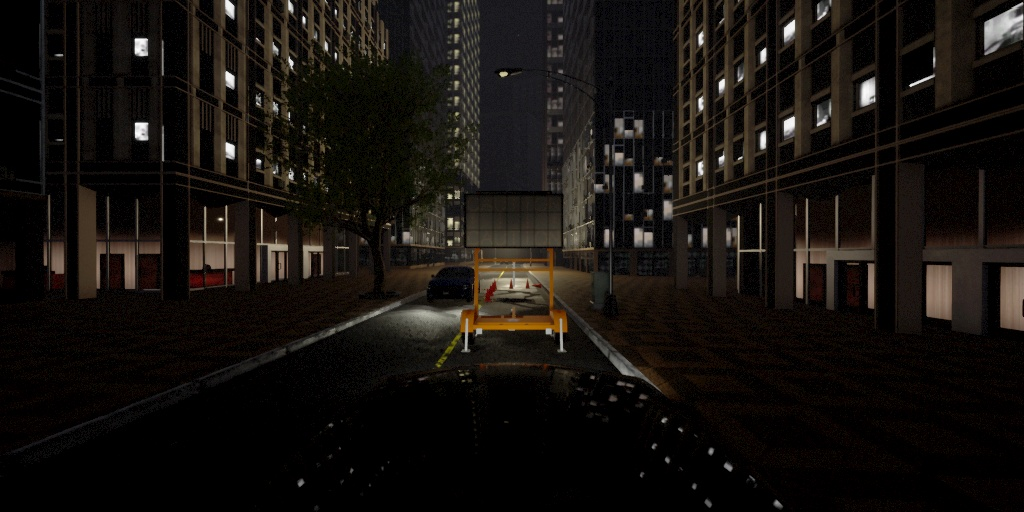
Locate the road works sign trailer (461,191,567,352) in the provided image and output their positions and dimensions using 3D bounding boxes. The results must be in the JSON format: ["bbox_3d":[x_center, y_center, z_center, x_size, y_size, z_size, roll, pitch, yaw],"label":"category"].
[{"bbox_3d":[0.047,0.214,8.878,2.380,3.560,2.880,0,0,0],"label":"road works sign trailer"}]

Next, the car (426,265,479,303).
[{"bbox_3d":[-2.657,1.229,16.966,1.882,1.535,5.008,0,0,0],"label":"car"}]
